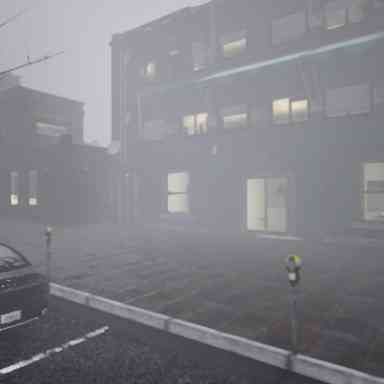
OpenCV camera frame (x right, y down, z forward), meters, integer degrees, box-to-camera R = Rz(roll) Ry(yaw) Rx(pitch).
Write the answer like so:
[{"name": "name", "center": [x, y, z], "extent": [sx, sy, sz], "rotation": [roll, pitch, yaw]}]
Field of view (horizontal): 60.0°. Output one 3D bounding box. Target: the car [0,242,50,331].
[{"name": "car", "center": [-4.310, 1.510, 5.943], "extent": [4.403, 1.369, 2.008], "rotation": [0, 0, 35]}]
